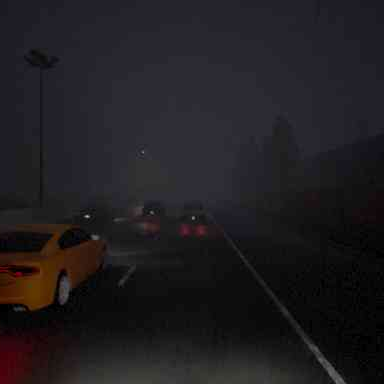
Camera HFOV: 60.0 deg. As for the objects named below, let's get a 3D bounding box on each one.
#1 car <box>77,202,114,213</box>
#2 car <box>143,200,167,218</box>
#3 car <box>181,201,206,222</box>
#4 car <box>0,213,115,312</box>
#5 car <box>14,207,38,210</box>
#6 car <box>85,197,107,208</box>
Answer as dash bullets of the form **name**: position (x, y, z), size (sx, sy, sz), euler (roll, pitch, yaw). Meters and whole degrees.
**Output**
- **car**: position (-6.904, 1.576, 23.909), size (1.994, 1.385, 4.181), euler (0, 0, 0)
- **car**: position (-3.407, 1.520, 30.827), size (1.837, 1.490, 4.892), euler (0, 0, 0)
- **car**: position (0.095, 1.614, 26.627), size (1.895, 1.301, 4.718), euler (0, 0, 0)
- **car**: position (-3.403, 1.481, 7.827), size (1.882, 1.535, 5.008), euler (0, 0, 0)
- **car**: position (-17.599, 1.542, 33.068), size (1.812, 1.442, 4.674), euler (0, 0, 0)
- **car**: position (-14.062, 1.530, 49.097), size (1.837, 1.490, 4.892), euler (0, -1, 0)
